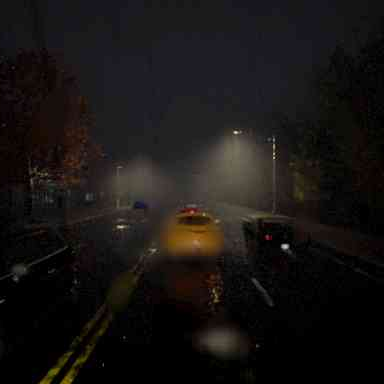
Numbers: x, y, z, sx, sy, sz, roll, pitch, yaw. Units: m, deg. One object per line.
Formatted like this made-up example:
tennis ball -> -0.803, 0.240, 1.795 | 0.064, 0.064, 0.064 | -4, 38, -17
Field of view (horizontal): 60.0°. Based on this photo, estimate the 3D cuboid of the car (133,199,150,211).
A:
car -> -6.959, 1.755, 45.892 | 1.882, 1.535, 5.008 | 0, -1, -1

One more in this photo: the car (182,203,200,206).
car -> -0.070, 1.758, 32.344 | 1.994, 1.385, 4.181 | 0, 0, -1

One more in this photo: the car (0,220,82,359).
car -> -3.348, 1.383, 5.042 | 2.097, 1.767, 4.553 | 0, 0, 0

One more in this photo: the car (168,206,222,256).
car -> 0.105, 1.559, 13.447 | 1.882, 1.535, 5.008 | 0, 0, 0

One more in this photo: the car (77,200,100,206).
car -> -20.673, 2.222, 66.433 | 4.313, 1.339, 1.947 | -1, 1, -1

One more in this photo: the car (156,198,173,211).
car -> -3.704, 1.626, 45.510 | 2.097, 1.767, 4.553 | 0, 0, -1

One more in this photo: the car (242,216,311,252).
car -> 3.354, 1.686, 14.195 | 1.895, 1.301, 4.718 | 0, 0, 0
